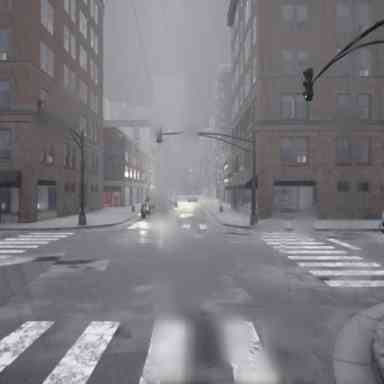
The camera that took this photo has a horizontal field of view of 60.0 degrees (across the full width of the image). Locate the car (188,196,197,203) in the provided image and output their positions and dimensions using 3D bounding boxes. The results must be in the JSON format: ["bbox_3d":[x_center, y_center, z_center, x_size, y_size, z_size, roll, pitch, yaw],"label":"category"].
[{"bbox_3d":[0.071,1.508,69.960,2.128,1.511,4.902,0,0,0],"label":"car"}]

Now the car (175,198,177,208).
[{"bbox_3d":[-3.120,1.539,39.385,1.812,1.442,4.674,0,0,0],"label":"car"}]

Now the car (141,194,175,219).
[{"bbox_3d":[-3.100,1.232,29.712,2.150,2.045,5.566,0,0,2],"label":"car"}]

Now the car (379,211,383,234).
[{"bbox_3d":[11.041,1.615,14.610,4.718,1.301,1.895,0,0,2],"label":"car"}]
